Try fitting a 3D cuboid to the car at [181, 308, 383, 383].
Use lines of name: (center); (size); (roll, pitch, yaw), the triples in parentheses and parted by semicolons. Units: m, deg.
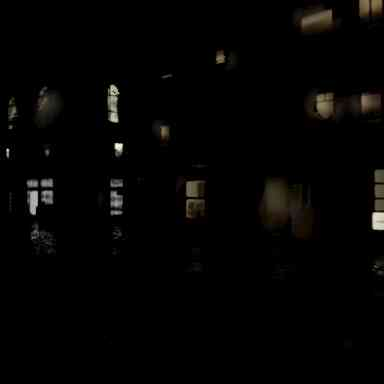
car: (2.145, 1.311, 1.346); (5.009, 1.841, 2.192); (0, 0, 35)
